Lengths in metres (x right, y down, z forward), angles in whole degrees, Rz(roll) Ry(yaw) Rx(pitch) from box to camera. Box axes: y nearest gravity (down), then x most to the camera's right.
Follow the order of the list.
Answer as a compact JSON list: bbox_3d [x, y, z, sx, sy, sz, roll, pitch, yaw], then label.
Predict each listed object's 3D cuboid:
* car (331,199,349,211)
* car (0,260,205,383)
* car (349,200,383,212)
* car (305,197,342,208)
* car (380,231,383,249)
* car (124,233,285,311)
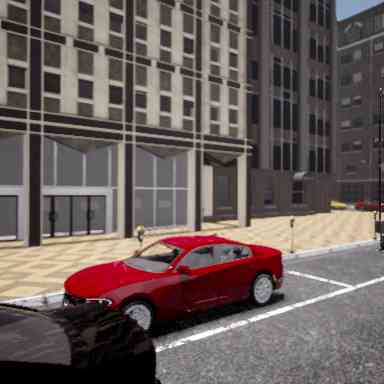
[{"bbox_3d":[16.011,1.471,39.195,1.752,1.417,4.829,1,0,-36],"label":"car"},{"bbox_3d":[-2.514,1.478,1.583,5.008,1.535,1.882,0,0,-36],"label":"car"},{"bbox_3d":[19.211,1.538,34.731,1.802,1.307,4.206,1,0,-36],"label":"car"},{"bbox_3d":[19.321,1.504,48.957,1.752,1.417,4.829,0,0,-36],"label":"car"},{"bbox_3d":[9.132,1.569,13.070,4.313,1.339,1.947,0,0,-36],"label":"car"},{"bbox_3d":[-0.130,1.545,6.462,4.507,1.381,1.887,0,0,-36],"label":"car"}]
